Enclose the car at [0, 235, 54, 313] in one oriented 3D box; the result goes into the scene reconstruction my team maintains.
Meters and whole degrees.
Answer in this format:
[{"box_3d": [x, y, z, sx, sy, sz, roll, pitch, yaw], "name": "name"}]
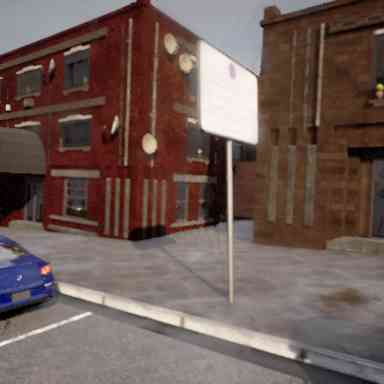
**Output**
[{"box_3d": [-4.725, 1.584, 6.903, 4.674, 1.452, 2.002, -1, 0, 36], "name": "car"}]
